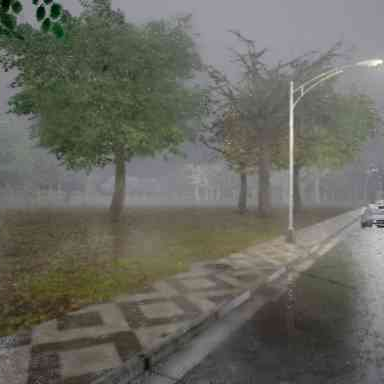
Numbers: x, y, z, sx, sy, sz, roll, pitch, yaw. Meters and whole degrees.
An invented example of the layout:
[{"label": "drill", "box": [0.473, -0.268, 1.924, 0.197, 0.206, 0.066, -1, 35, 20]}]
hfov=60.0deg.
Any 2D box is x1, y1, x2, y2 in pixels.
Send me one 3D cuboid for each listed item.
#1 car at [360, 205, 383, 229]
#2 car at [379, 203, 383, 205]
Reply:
[{"label": "car", "box": [13.482, 1.908, 24.328, 2.033, 1.411, 5.357, 0, -1, 31]}, {"label": "car", "box": [31.028, 2.390, 53.702, 1.895, 1.301, 4.718, 0, -1, 31]}]
